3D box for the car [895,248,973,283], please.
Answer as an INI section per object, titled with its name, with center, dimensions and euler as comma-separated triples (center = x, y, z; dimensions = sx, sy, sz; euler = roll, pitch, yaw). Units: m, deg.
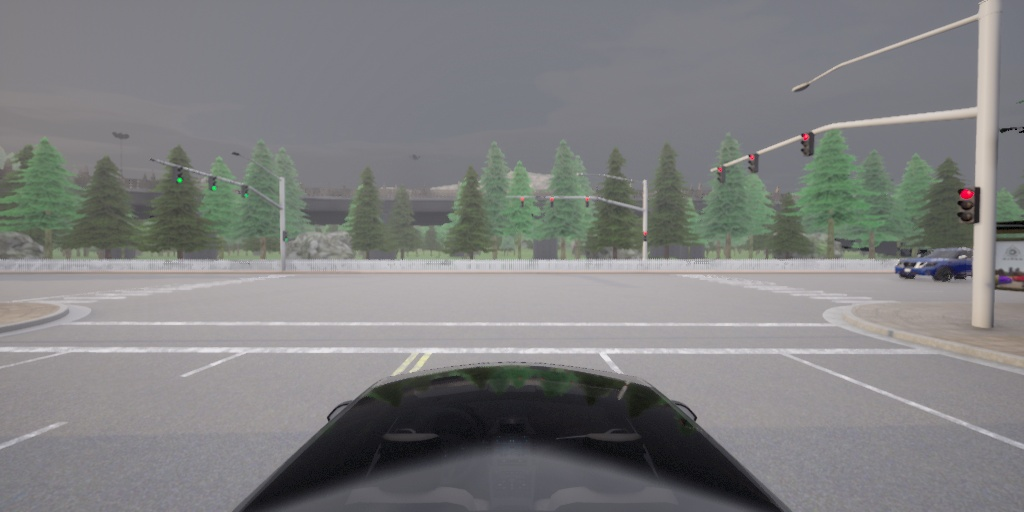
[car]
center = 27.125, 0.519, 22.048
dimensions = 5.566, 2.045, 2.150
euler = 0, 1, 0
